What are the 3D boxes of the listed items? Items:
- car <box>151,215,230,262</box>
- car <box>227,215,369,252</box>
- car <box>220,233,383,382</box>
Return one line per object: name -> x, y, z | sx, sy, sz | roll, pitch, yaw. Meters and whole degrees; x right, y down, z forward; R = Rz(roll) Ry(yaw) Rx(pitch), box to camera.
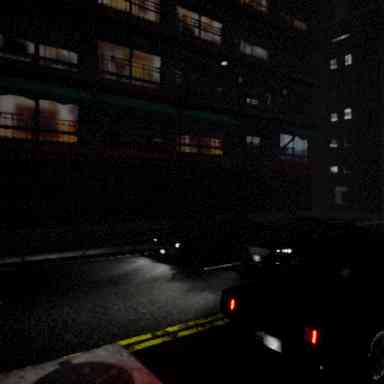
car -> 1.171, 1.599, 12.602 | 5.357, 1.411, 2.033 | 0, 0, -36
car -> 3.728, 1.546, 10.461 | 4.902, 1.511, 2.128 | 0, 0, -36
car -> 2.813, 1.633, 5.506 | 4.718, 1.301, 1.895 | 0, 0, -36
